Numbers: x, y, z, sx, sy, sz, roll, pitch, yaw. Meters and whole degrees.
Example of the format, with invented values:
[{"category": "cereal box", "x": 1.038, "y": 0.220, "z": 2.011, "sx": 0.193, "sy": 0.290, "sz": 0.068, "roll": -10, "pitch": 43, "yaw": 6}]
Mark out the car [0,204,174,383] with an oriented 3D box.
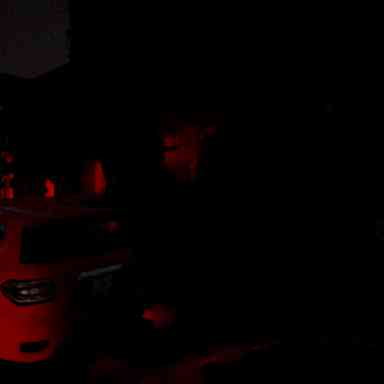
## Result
[{"category": "car", "x": -3.286, "y": 1.232, "z": 5.664, "sx": 5.566, "sy": 2.045, "sz": 2.435, "roll": 0, "pitch": 0, "yaw": 36}]
